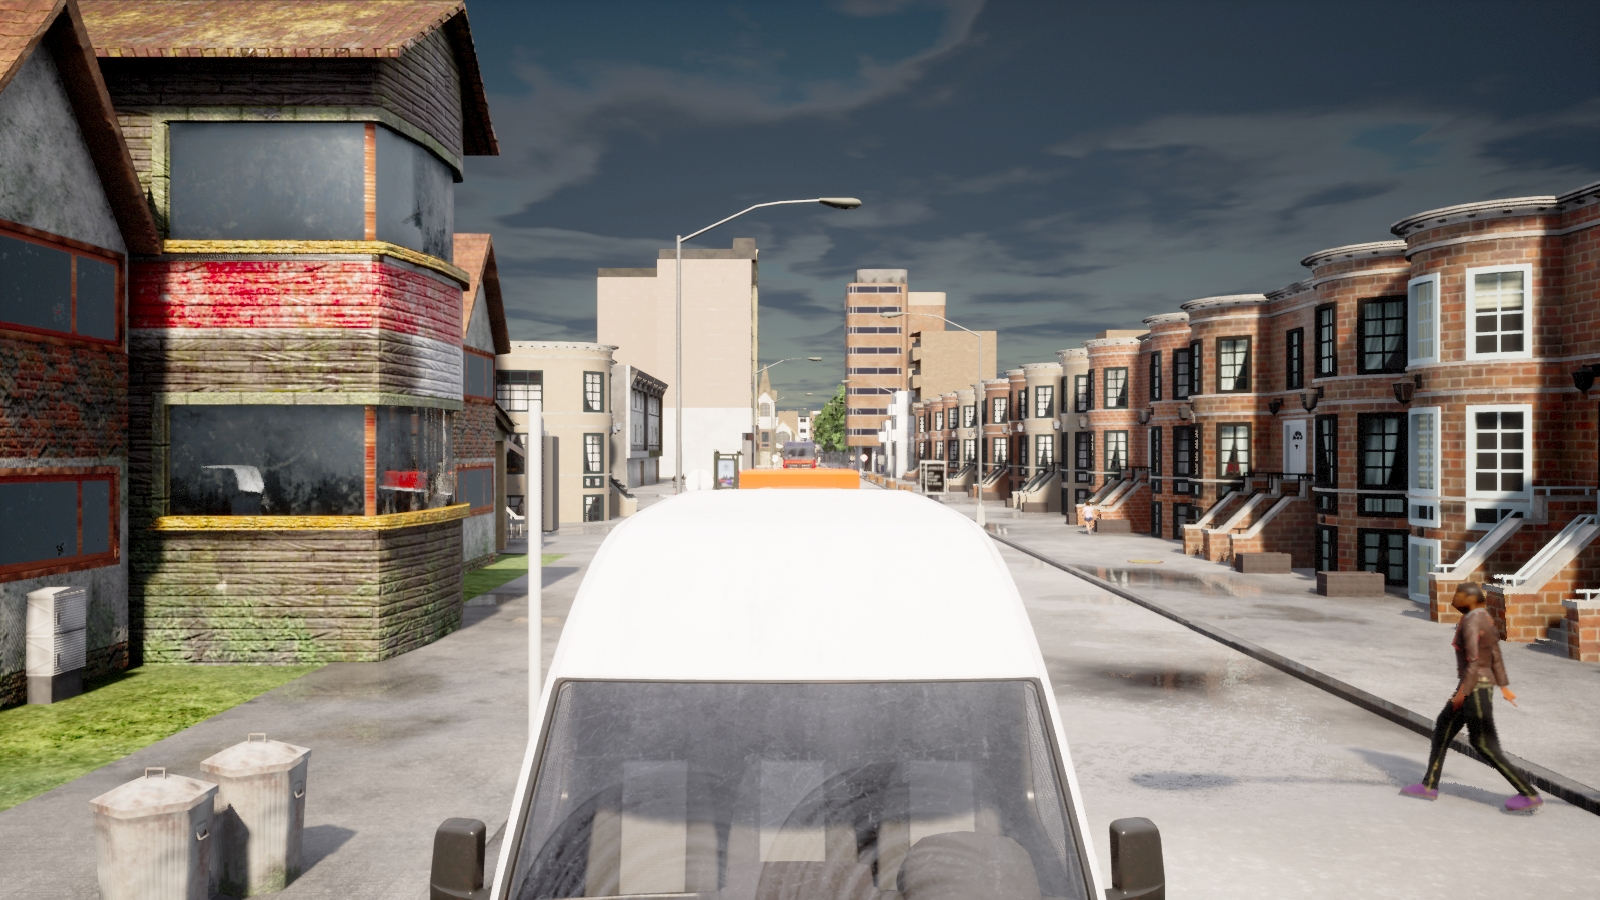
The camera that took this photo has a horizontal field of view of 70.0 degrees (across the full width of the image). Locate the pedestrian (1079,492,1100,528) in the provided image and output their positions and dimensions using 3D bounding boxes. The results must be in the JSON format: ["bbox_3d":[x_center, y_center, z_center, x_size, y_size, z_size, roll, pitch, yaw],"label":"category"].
[{"bbox_3d":[9.170,1.903,36.185,0.500,1.100,0.500,0,0,-10],"label":"pedestrian"}]

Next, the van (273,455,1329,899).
[{"bbox_3d":[-0.003,1.314,5.110,1.988,2.561,5.915,0,0,0],"label":"van"}]

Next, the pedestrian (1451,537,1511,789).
[{"bbox_3d":[5.301,1.629,8.893,0.375,1.860,0.375,0,0,35],"label":"pedestrian"}]
